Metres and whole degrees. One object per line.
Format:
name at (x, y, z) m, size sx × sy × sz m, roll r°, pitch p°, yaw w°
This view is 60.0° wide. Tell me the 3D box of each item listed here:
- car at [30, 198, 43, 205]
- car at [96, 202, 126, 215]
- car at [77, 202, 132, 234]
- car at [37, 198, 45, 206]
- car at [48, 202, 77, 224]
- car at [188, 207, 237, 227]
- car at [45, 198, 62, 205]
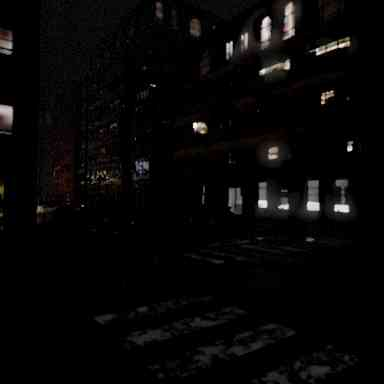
car at (-35.220, 2.163, 75.177) m, size 1.752 × 1.417 × 4.829 m, roll 1°, pitch -1°, yaw -36°
car at (-9.823, 1.920, 40.135) m, size 1.947 × 1.339 × 4.313 m, roll 1°, pitch -1°, yaw -36°
car at (-5.164, 1.547, 20.058) m, size 1.967 × 1.590 × 4.097 m, roll 1°, pitch -1°, yaw -36°
car at (-31.807, 2.036, 70.470) m, size 1.967 × 1.590 × 4.097 m, roll 1°, pitch -1°, yaw -36°
car at (-9.667, 1.718, 26.305) m, size 1.947 × 1.339 × 4.313 m, roll 1°, pitch -1°, yaw -36°
car at (1.426, 1.796, 24.831) m, size 2.008 × 1.369 × 4.403 m, roll 1°, pitch -1°, yaw -36°
car at (-25.182, 1.957, 61.328) m, size 1.967 × 1.590 × 4.097 m, roll 1°, pitch -1°, yaw -36°
